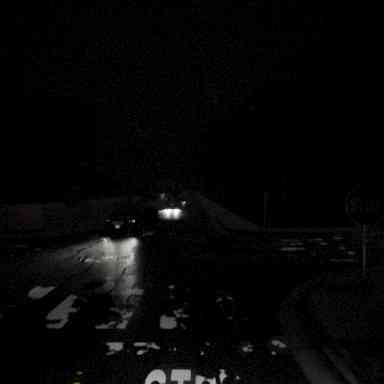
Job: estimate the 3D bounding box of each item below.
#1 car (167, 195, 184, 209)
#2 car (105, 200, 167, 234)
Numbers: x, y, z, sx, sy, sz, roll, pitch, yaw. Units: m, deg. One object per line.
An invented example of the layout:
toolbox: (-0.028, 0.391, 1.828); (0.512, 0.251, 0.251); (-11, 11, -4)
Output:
car: (-2.592, 1.447, 44.866); (2.128, 1.511, 4.902); (0, 0, 0)
car: (-3.279, 1.481, 19.210); (2.128, 1.511, 4.902); (0, 0, 12)
